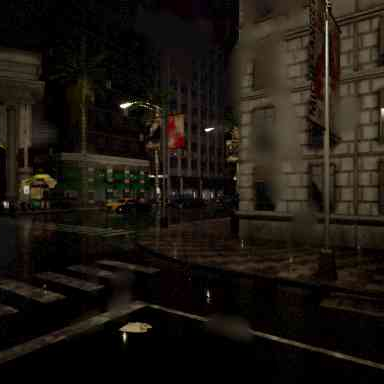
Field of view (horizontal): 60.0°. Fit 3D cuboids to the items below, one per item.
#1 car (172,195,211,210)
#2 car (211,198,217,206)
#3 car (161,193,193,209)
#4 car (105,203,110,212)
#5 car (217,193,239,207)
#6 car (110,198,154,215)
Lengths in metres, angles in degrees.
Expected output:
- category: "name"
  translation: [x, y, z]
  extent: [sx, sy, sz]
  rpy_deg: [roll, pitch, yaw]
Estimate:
- category: "car"
  translation: [-0.012, 1.526, 42.473]
  extent: [1.812, 1.442, 4.674]
  rpy_deg: [0, 0, 37]
- category: "car"
  translation: [4.886, 1.352, 53.644]
  extent: [4.553, 1.767, 2.097]
  rpy_deg: [0, 0, -43]
- category: "car"
  translation: [-1.797, 1.221, 45.952]
  extent: [2.150, 2.045, 5.566]
  rpy_deg: [0, 0, 37]
- category: "car"
  translation: [-7.599, 1.478, 38.073]
  extent: [1.882, 1.535, 5.008]
  rpy_deg: [0, 0, 37]
- category: "car"
  translation: [6.772, 1.221, 50.718]
  extent: [5.566, 2.045, 2.150]
  rpy_deg: [0, 0, -45]
- category: "car"
  translation: [-5.918, 1.564, 34.445]
  extent: [1.994, 1.385, 4.181]
  rpy_deg: [0, 0, 36]
